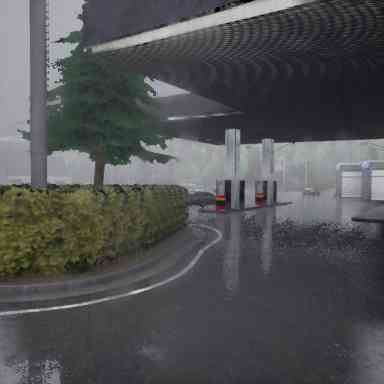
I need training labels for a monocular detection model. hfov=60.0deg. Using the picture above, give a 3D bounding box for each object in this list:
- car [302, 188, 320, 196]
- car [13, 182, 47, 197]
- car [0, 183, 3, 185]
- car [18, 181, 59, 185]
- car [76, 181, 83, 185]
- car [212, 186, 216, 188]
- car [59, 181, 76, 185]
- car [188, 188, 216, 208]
[{"bbox_3d":[20.162,-0.030,56.151,1.812,1.442,4.674,2,2,36],"label":"car"},{"bbox_3d":[-20.717,-0.360,42.519,4.605,1.855,1.932,2,2,36],"label":"car"},{"bbox_3d":[-32.899,-0.830,55.303,5.027,1.636,2.152,2,2,36],"label":"car"},{"bbox_3d":[-16.305,-0.102,35.227,3.866,1.878,1.905,2,2,36],"label":"car"},{"bbox_3d":[-23.967,-1.235,68.215,4.605,1.855,1.932,2,2,36],"label":"car"},{"bbox_3d":[6.322,-0.644,65.236,5.027,1.636,2.152,2,2,36],"label":"car"},{"bbox_3d":[-25.349,-1.182,65.626,3.866,1.878,1.905,2,2,36],"label":"car"},{"bbox_3d":[1.091,0.656,30.371,1.812,1.442,4.674,2,2,37],"label":"car"}]
